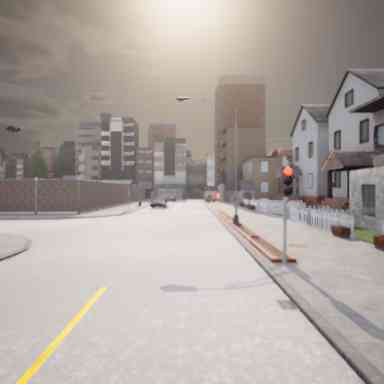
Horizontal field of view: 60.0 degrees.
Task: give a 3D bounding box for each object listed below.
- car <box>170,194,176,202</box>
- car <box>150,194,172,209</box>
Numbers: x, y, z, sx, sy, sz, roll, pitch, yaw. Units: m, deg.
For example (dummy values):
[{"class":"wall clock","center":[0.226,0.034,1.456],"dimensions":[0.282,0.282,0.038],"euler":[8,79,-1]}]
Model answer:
[{"class":"car","center":[-4.005,1.180,63.336],"dimensions":[1.837,1.490,4.892],"euler":[0,0,0]},{"class":"car","center":[-4.086,1.331,41.812],"dimensions":[2.033,1.411,5.357],"euler":[0,0,0]}]
